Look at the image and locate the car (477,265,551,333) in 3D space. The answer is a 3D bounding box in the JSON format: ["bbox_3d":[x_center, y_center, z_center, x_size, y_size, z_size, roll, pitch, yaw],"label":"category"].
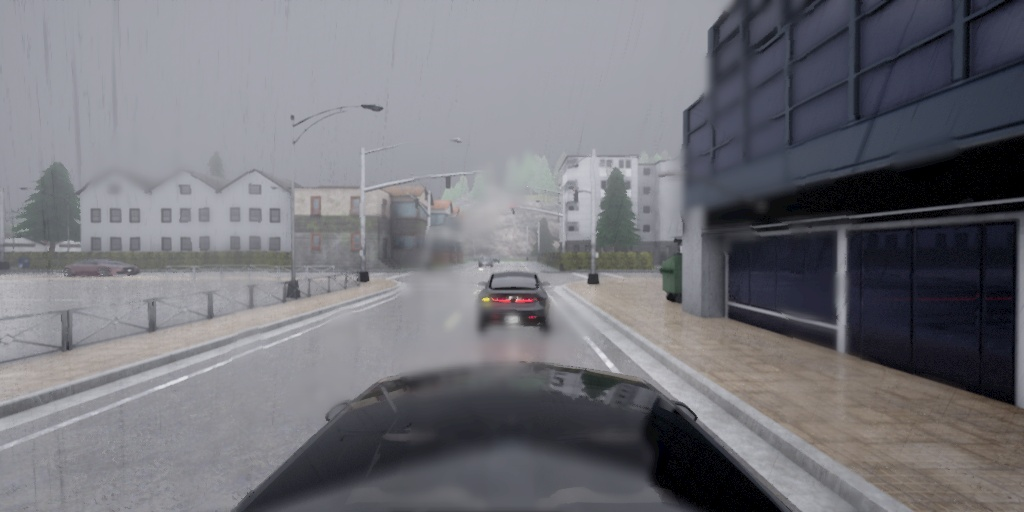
[{"bbox_3d":[0.071,1.169,10.435,1.837,1.490,4.892,0,1,1],"label":"car"}]

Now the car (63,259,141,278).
[{"bbox_3d":[-30.395,0.892,26.652,4.181,1.385,1.994,0,1,0],"label":"car"}]

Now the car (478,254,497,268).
[{"bbox_3d":[-3.500,0.777,48.401,2.128,1.511,4.902,0,1,0],"label":"car"}]
